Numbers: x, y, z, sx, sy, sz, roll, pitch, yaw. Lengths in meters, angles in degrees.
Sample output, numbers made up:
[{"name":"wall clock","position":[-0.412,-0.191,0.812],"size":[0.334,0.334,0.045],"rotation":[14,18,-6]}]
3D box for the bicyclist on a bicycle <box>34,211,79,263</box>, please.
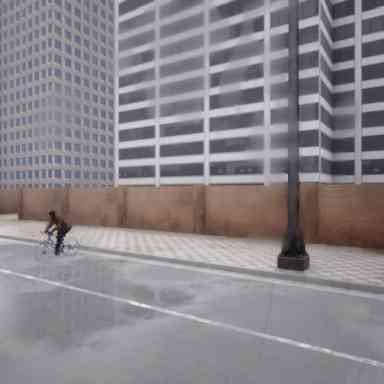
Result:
[{"name":"bicyclist on a bicycle","position":[-4.435,1.432,10.958],"size":[0.582,1.620,1.656],"rotation":[0,2,33]}]
